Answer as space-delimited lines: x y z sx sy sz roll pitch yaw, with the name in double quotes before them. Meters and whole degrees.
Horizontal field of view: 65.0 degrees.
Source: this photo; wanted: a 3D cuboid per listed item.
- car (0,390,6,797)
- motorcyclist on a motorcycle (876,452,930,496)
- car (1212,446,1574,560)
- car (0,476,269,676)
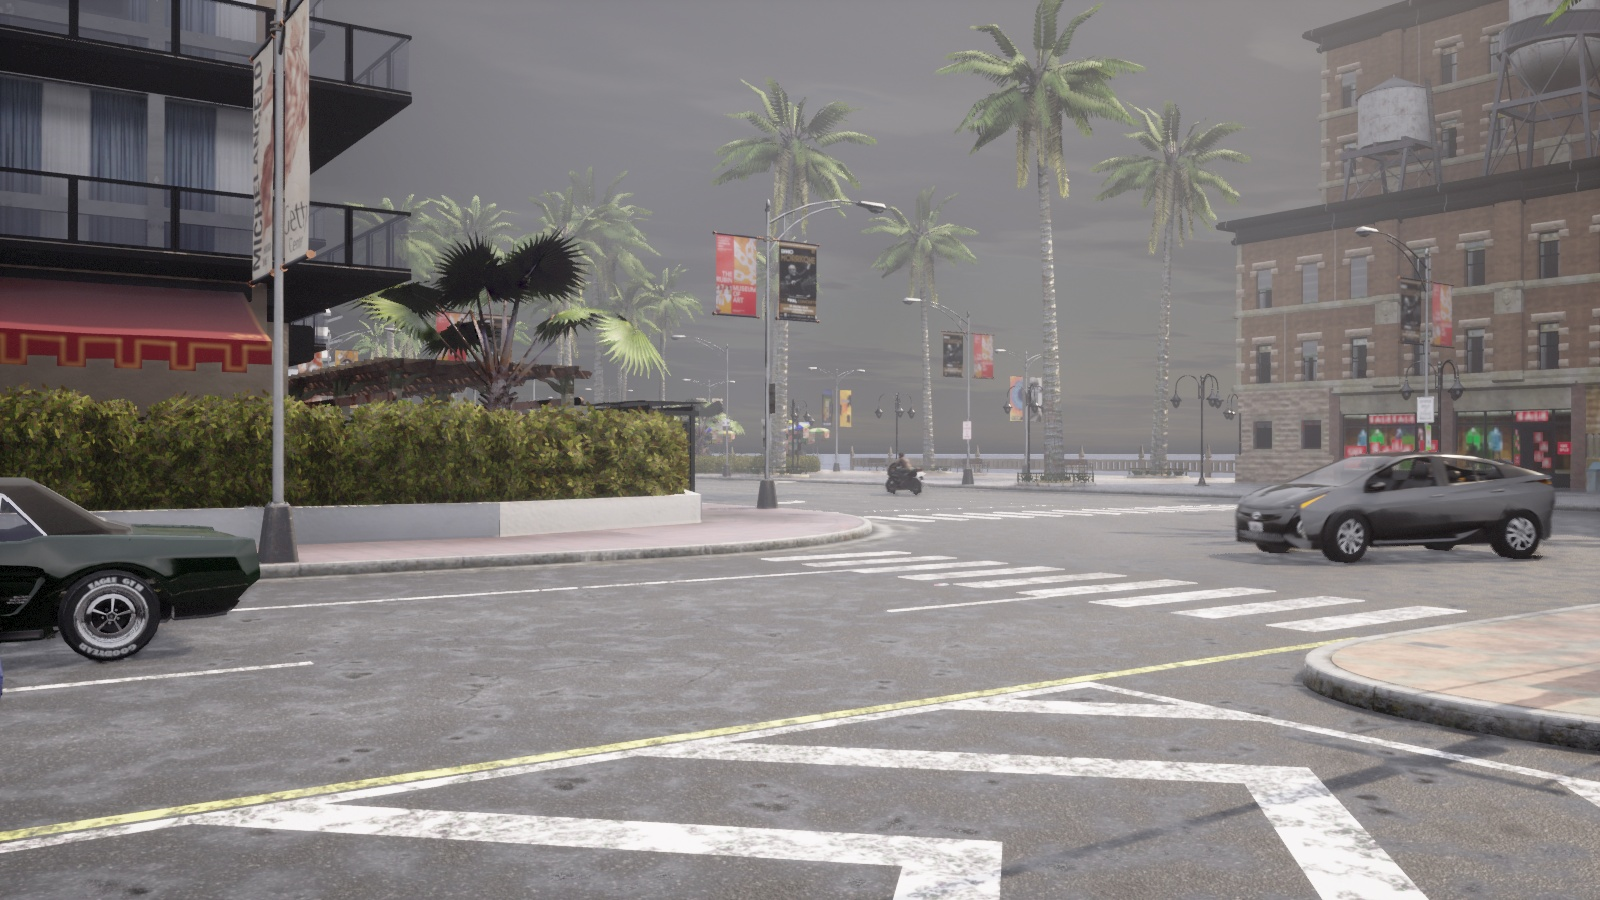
"car" -5.925 0.628 5.020 4.553 1.767 2.097 0 0 -35
"motorcyclist on a motorcycle" 3.623 0.828 44.505 0.797 1.523 2.044 0 0 -34
"car" 8.596 0.718 18.343 4.514 1.525 2.007 0 0 -13
"car" -6.481 0.881 8.894 4.718 1.301 1.895 0 0 -35
